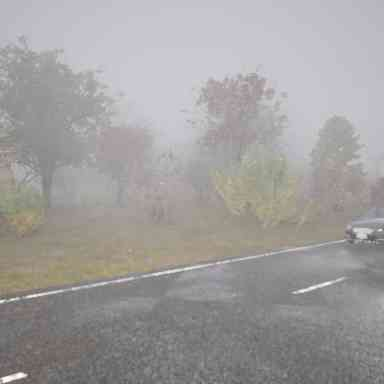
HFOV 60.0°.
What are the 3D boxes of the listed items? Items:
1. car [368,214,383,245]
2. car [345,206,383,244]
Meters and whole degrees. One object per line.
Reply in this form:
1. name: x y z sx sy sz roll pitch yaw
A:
1. car: 6.957 1.356 8.657 4.902 1.511 2.128 -1 1 -36
2. car: 8.147 1.306 13.501 4.902 1.511 2.128 -1 1 -36
